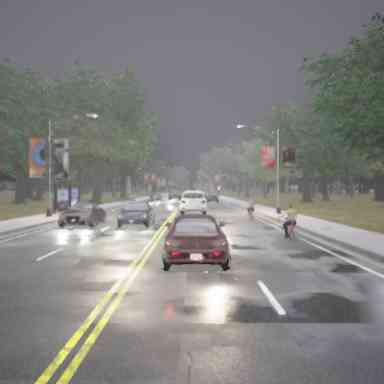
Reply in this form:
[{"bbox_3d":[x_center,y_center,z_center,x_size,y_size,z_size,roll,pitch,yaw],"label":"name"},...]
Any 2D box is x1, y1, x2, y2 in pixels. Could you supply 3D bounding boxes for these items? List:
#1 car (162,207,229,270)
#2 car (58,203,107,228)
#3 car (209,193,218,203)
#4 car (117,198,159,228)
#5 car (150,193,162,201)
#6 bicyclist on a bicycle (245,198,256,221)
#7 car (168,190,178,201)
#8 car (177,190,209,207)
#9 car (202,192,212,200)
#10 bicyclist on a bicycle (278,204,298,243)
[{"bbox_3d":[0.105,1.420,10.545,1.812,1.442,4.674,0,1,0],"label":"car"},{"bbox_3d":[-6.590,1.362,20.387,1.994,1.385,4.181,0,1,0],"label":"car"},{"bbox_3d":[3.373,0.964,55.590,1.837,1.490,4.892,0,0,0],"label":"car"},{"bbox_3d":[-3.341,1.322,20.603,1.812,1.442,4.674,0,1,0],"label":"car"},{"bbox_3d":[-6.518,0.901,60.766,2.128,1.511,4.902,0,1,1],"label":"car"},{"bbox_3d":[4.172,1.204,23.604,0.866,1.612,1.509,0,1,0],"label":"bicyclist on a bicycle"},{"bbox_3d":[-3.247,0.611,62.903,2.150,2.045,5.566,0,1,1],"label":"car"},{"bbox_3d":[0.112,0.933,29.255,2.150,2.045,5.566,0,1,0],"label":"car"},{"bbox_3d":[3.280,0.818,73.137,2.128,1.511,4.902,0,1,0],"label":"car"},{"bbox_3d":[4.169,1.296,14.227,0.866,1.612,1.509,0,1,0],"label":"bicyclist on a bicycle"}]
